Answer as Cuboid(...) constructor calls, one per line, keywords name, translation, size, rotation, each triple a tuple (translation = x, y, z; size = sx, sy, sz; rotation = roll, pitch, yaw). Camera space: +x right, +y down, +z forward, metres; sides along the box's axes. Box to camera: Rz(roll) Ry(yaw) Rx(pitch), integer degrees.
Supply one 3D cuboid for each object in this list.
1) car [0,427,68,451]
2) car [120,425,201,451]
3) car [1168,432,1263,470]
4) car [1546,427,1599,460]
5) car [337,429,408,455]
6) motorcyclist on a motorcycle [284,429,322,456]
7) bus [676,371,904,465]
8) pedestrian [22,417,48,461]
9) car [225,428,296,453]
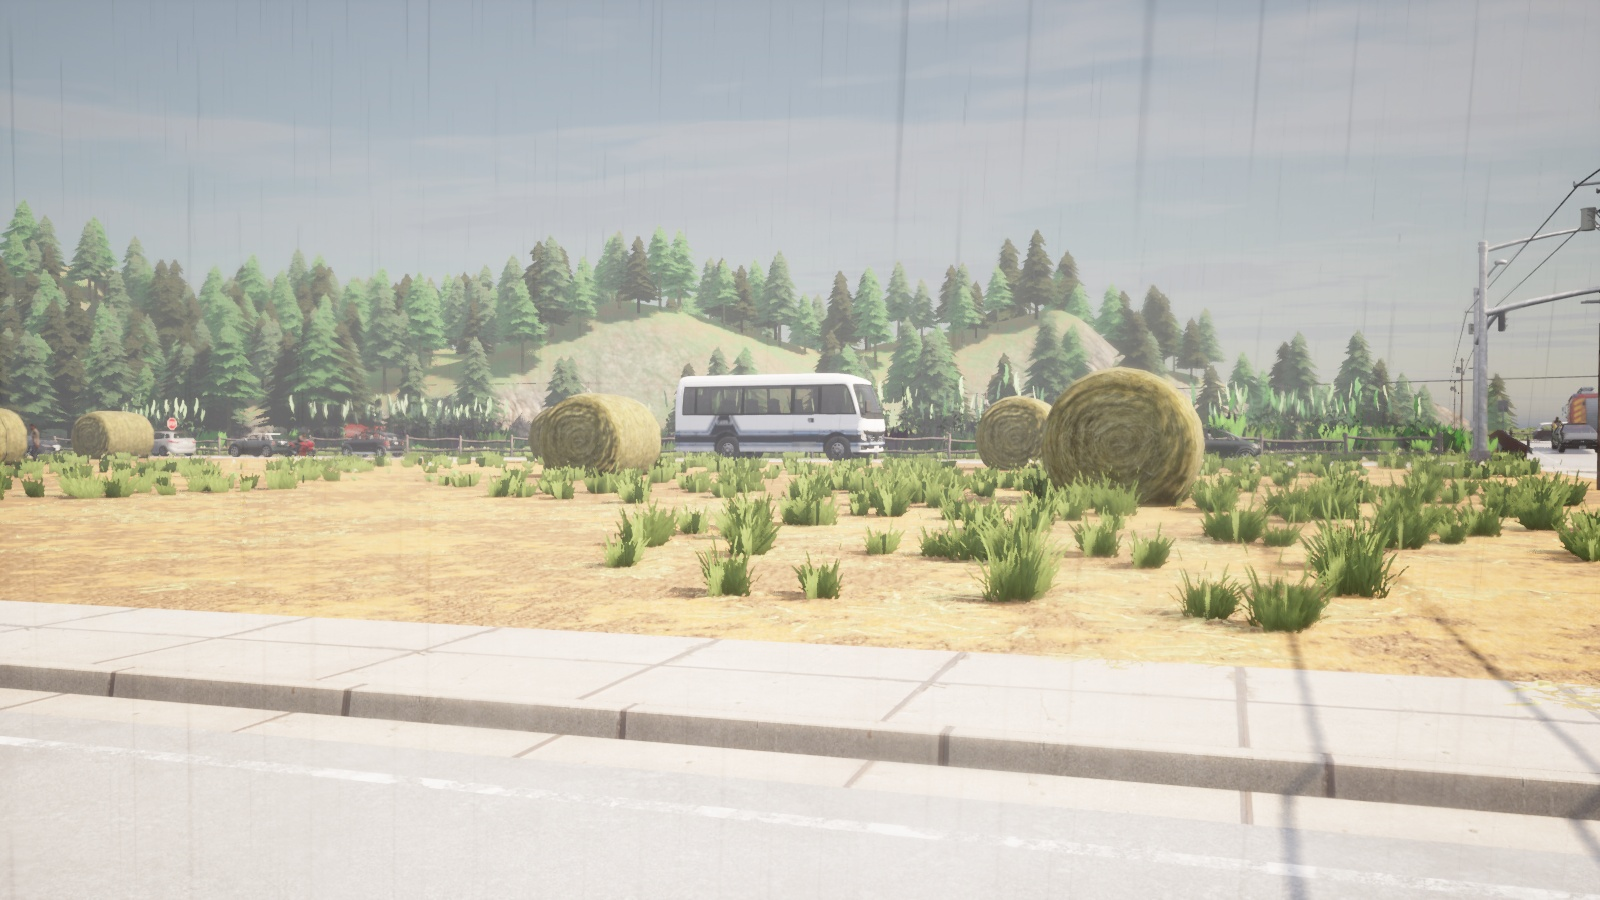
Cuboid(name="car", translation=(-49.722, -0.691, 80.073), size=(4.902, 1.511, 2.128), rotation=(0, 1, 1))
Cuboid(name="car", translation=(-41.374, -0.793, 81.230), size=(4.611, 1.667, 2.242), rotation=(1, 1, 23))
Cuboid(name="car", translation=(17.590, 0.013, 53.122), size=(3.705, 1.549, 1.789), rotation=(1, 1, 23))
Cuboid(name="car", translation=(39.484, -0.369, 63.938), size=(2.033, 1.411, 5.357), rotation=(1, 4, 25))
Cuboid(name="car", translation=(-25.415, -0.493, 74.650), size=(3.705, 1.549, 1.789), rotation=(1, 1, 22))
Cuboid(name="motorcyclist on a motorcycle", translation=(-28.557, -0.462, 72.160), size=(2.044, 1.523, 0.797), rotation=(1, 1, 22))
Cuboid(name="bus", translation=(-0.484, -1.529, 60.558), size=(10.273, 4.253, 3.944), rotation=(1, 1, 22))
Cuboid(name="pedestrian", translation=(-31.370, -0.464, 51.497), size=(0.869, 1.805, 0.328), rotation=(0, 1, -27))
Cuboid(name="car", translation=(-33.513, -0.590, 77.991), size=(3.806, 1.475, 1.970), rotation=(1, 1, 22))
